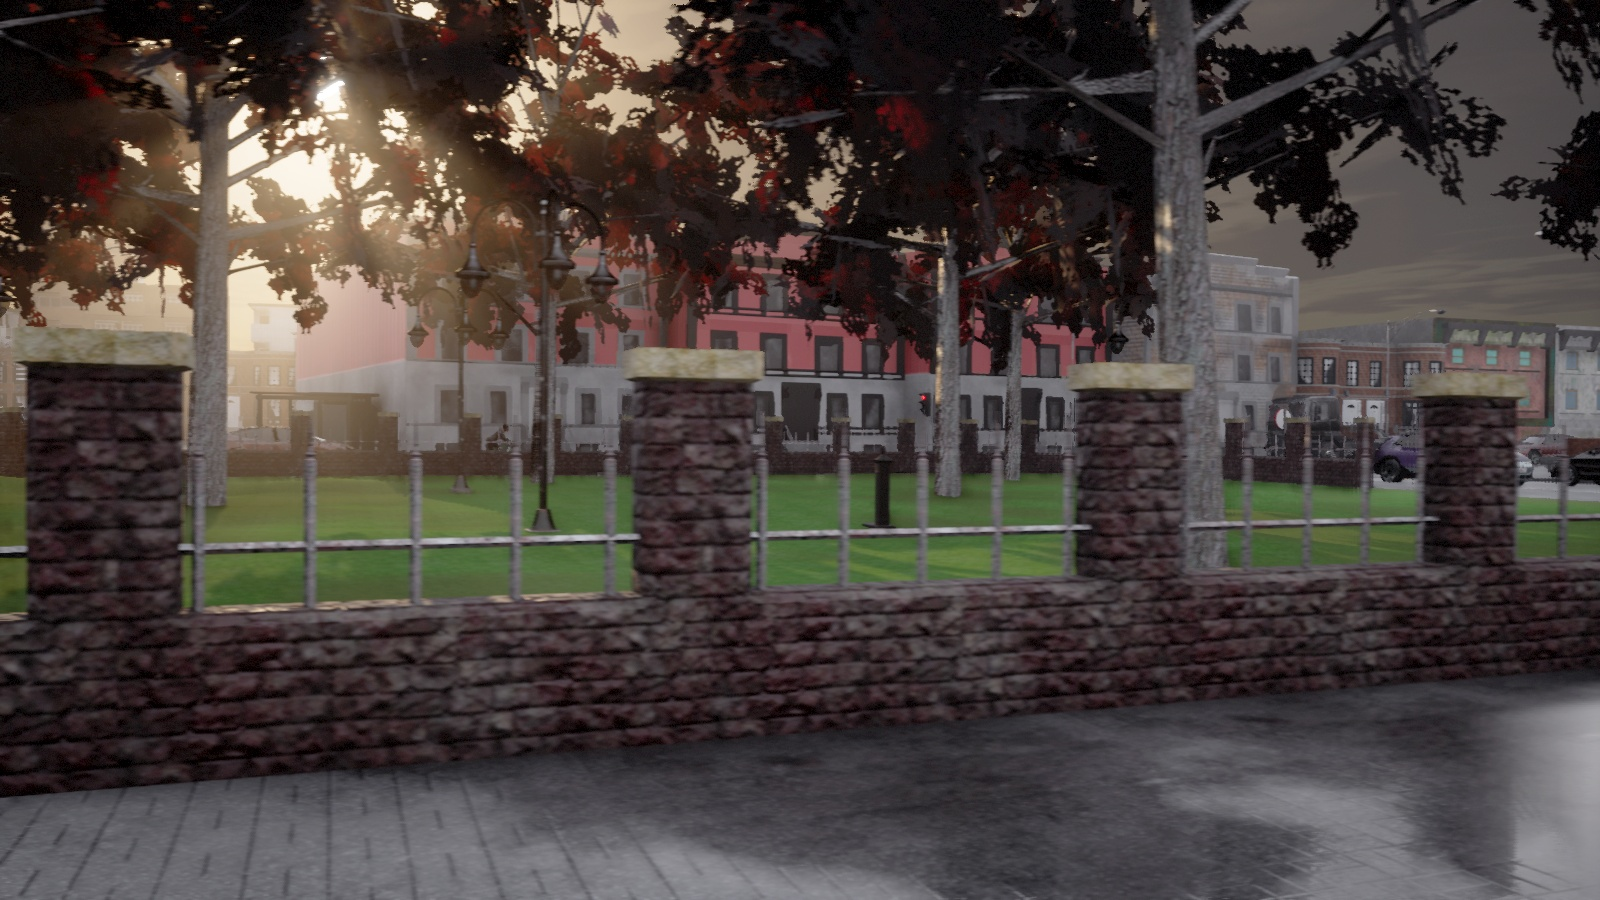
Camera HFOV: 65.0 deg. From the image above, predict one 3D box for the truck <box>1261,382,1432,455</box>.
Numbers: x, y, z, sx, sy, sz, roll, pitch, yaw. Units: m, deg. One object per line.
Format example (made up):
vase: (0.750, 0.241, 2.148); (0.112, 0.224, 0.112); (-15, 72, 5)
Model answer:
truck: (27.041, -1.571, 62.123); (7.936, 3.462, 2.891); (-1, 1, -20)

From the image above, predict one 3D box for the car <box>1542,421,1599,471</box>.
car: (24.552, -0.125, 37.212); (1.816, 1.474, 4.193); (-1, 1, -20)

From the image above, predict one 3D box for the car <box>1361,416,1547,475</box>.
car: (19.796, -0.166, 38.260); (2.033, 1.649, 4.856); (-1, 1, -22)

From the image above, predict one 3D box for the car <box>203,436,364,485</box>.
car: (-16.977, 0.311, 41.498); (4.792, 1.488, 2.163); (-1, 1, -20)

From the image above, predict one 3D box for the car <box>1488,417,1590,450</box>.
car: (39.232, -0.889, 66.666); (4.856, 1.649, 2.033); (-1, 1, -20)

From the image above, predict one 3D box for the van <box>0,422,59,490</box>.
van: (-25.428, 0.193, 38.352); (4.480, 2.038, 2.069); (-1, 1, -20)
